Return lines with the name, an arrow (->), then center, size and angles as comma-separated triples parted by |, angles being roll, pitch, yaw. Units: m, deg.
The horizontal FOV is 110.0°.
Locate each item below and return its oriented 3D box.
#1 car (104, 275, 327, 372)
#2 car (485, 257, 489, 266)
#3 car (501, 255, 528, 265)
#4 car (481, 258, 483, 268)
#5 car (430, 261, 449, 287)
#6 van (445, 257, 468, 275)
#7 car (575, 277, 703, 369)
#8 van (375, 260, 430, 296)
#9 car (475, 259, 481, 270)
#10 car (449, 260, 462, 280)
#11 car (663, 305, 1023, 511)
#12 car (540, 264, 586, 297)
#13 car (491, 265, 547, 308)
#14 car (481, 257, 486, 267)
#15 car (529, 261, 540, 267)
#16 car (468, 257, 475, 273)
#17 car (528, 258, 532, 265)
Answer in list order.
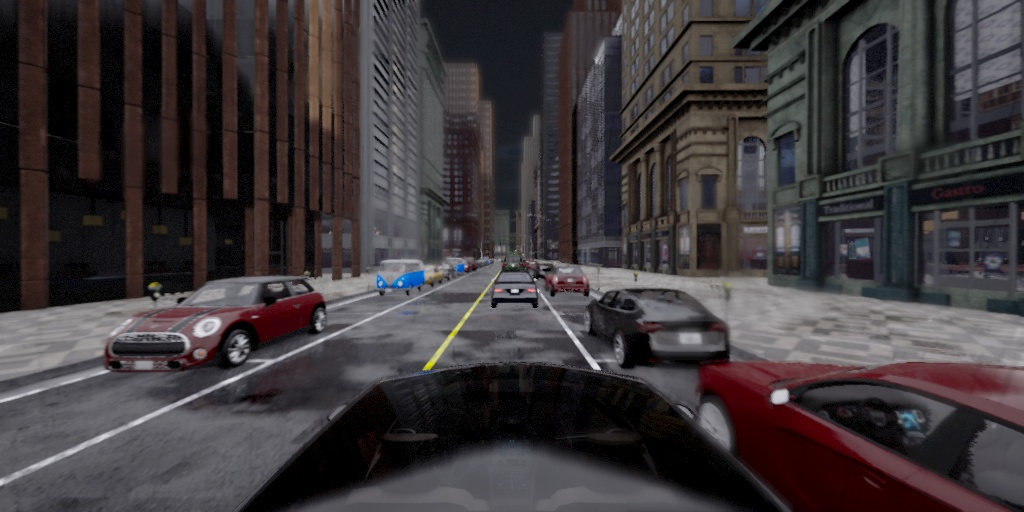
car -> -5.762, 1.185, 7.613 | 1.967, 1.591, 4.097 | 0, 0, 0
car -> -5.753, 1.264, 63.978 | 2.007, 1.370, 4.403 | 0, 0, 0
car -> 0.105, 0.946, 34.801 | 2.150, 2.045, 5.566 | 0, 0, 0
car -> -5.755, 1.283, 52.706 | 1.948, 1.339, 4.313 | 0, 0, 0
car -> -5.759, 1.257, 24.353 | 1.751, 1.417, 4.829 | 0, 0, 0
van -> -5.757, 1.066, 35.795 | 1.690, 1.789, 3.998 | 0, 0, 0
car -> 2.763, 1.310, 7.620 | 1.948, 1.339, 4.313 | 0, 0, 0
van -> -5.760, 1.076, 18.886 | 1.690, 1.789, 3.998 | 0, 0, 0
car -> -5.756, 1.035, 47.069 | 2.192, 1.841, 5.009 | 0, 0, 0
car -> -5.758, 1.278, 30.159 | 2.007, 1.370, 4.403 | 0, 0, 0
car -> 2.762, 1.295, 1.984 | 1.888, 1.381, 4.507 | 0, 0, 0
car -> 2.765, 1.174, 18.892 | 1.967, 1.591, 4.097 | 0, 0, 0
car -> 0.101, 1.285, 15.192 | 2.033, 1.411, 5.357 | 0, 0, 0
car -> -5.754, 1.281, 58.342 | 1.948, 1.339, 4.313 | 0, 0, 0
car -> 2.767, 1.293, 30.164 | 1.948, 1.339, 4.313 | 0, 0, 0
car -> -5.757, 1.162, 41.432 | 1.967, 1.591, 4.097 | 0, 0, 0
car -> 2.769, 1.301, 47.074 | 1.802, 1.307, 4.207 | 0, 0, 0
